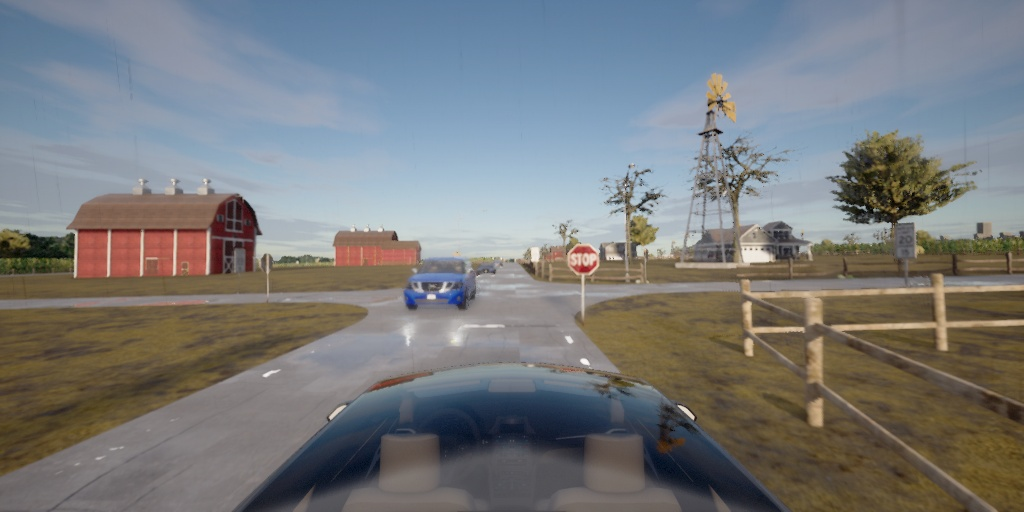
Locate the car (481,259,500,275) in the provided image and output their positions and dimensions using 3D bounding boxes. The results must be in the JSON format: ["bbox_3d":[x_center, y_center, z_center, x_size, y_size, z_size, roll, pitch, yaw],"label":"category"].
[{"bbox_3d":[-2.745,1.394,39.763,1.994,1.385,4.181,0,1,0],"label":"car"}]

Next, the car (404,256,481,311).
[{"bbox_3d":[-2.749,1.034,14.979,2.150,2.045,5.566,0,0,0],"label":"car"}]
